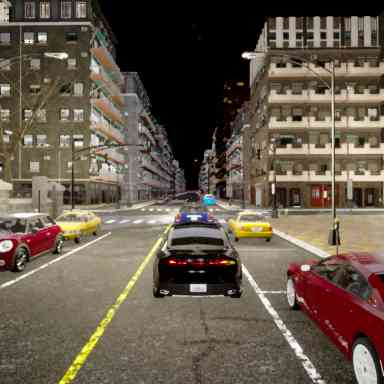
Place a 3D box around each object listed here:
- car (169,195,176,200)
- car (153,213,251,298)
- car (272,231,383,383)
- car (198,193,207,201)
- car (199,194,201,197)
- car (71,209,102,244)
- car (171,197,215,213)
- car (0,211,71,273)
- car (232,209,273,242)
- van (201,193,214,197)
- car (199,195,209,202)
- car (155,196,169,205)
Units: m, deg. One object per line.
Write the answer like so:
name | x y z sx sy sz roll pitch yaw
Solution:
car | -5.588 1.516 88.192 1.802 1.307 4.206 1 0 0
car | 0.112 1.506 8.497 1.837 1.490 4.892 0 0 0
car | 2.705 1.546 4.874 1.887 1.381 4.507 1 0 0
car | 2.795 1.249 88.126 2.192 1.841 5.009 1 0 0
car | 2.762 1.519 59.772 1.887 1.381 4.507 1 0 0
car | -5.664 1.527 15.963 1.752 1.417 4.829 1 0 0
car | 0.140 1.354 18.757 2.097 1.767 4.553 0 0 1
car | -5.669 1.442 10.519 1.967 1.590 4.097 1 0 0
car | 2.716 1.527 16.277 1.752 1.417 4.829 1 0 0
van | 2.759 1.321 54.100 1.690 1.788 3.998 1 0 0
car | 2.780 1.503 76.784 2.008 1.369 4.403 1 0 0
car | -5.618 1.556 59.837 1.802 1.307 4.206 1 0 0
